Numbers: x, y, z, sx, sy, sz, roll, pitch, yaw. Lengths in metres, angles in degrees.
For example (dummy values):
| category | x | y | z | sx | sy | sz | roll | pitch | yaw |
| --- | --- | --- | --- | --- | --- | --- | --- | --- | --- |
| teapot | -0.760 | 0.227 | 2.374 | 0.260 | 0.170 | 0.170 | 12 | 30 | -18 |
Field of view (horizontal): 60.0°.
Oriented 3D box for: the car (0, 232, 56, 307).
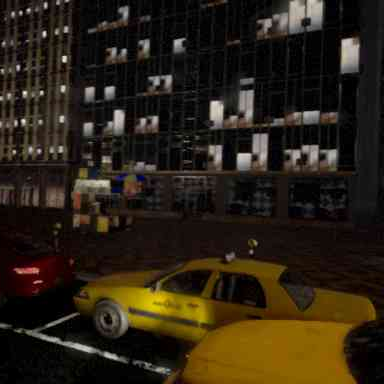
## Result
| category | x | y | z | sx | sy | sz | roll | pitch | yaw |
| --- | --- | --- | --- | --- | --- | --- | --- | --- | --- |
| car | -4.566 | 1.579 | 7.564 | 4.206 | 1.307 | 1.802 | 1 | -1 | 24 |

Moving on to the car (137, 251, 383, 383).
| category | x | y | z | sx | sy | sz | roll | pitch | yaw |
| --- | --- | --- | --- | --- | --- | --- | --- | --- | --- |
| car | 2.377 | 1.589 | 2.432 | 5.366 | 1.575 | 1.801 | 1 | -1 | 24 |

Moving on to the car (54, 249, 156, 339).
| category | x | y | z | sx | sy | sz | roll | pitch | yaw |
| --- | --- | --- | --- | --- | --- | --- | --- | --- | --- |
| car | 0.311 | 1.642 | 5.346 | 4.829 | 1.417 | 1.752 | 1 | -1 | 24 |
